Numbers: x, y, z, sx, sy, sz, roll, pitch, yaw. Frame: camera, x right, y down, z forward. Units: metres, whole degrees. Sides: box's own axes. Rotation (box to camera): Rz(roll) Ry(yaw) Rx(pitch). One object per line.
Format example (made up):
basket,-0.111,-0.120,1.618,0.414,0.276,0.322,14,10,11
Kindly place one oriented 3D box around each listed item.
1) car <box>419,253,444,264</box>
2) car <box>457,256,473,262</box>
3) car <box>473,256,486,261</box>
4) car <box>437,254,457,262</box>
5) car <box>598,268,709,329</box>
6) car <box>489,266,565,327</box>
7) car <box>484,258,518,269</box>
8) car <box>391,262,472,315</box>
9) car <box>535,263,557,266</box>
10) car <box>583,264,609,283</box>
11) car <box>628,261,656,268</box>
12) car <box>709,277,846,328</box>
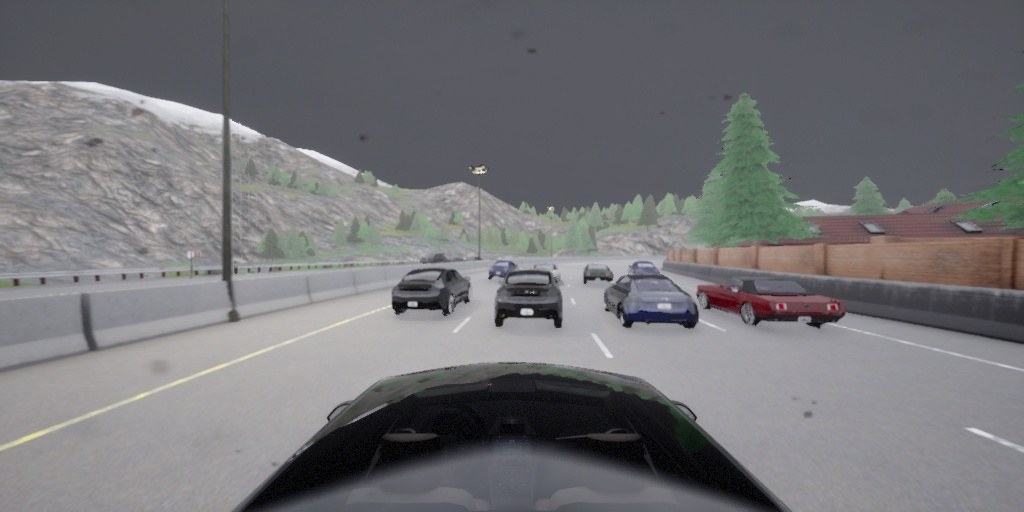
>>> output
car,-13.353,0.502,60.756,2.150,2.045,5.566,0,0,21
car,-6.568,0.815,58.857,1.837,1.490,4.892,0,1,21
car,-3.856,0.939,56.170,1.895,1.301,4.718,0,0,21
car,-9.883,0.842,60.054,2.033,1.411,5.357,0,0,21
car,4.090,1.253,11.175,1.994,1.385,4.181,0,0,5
car,0.579,1.181,11.232,1.837,1.490,4.892,0,-1,5
car,-0.569,1.077,28.420,1.812,1.442,4.674,0,0,11
car,-2.746,1.165,13.168,1.837,1.490,4.892,0,1,6
car,2.436,1.181,25.575,1.895,1.301,4.718,0,0,11
car,5.909,1.193,25.123,1.895,1.301,4.718,0,0,11
car,9.855,1.113,27.041,1.812,1.442,4.674,0,0,11
car,7.602,1.299,11.268,1.895,1.301,4.718,0,0,5
